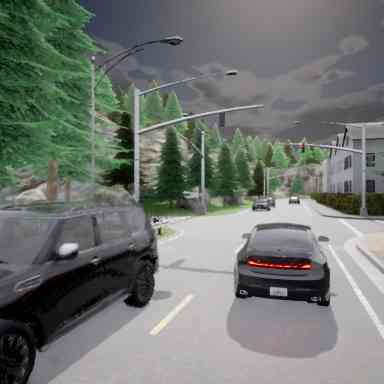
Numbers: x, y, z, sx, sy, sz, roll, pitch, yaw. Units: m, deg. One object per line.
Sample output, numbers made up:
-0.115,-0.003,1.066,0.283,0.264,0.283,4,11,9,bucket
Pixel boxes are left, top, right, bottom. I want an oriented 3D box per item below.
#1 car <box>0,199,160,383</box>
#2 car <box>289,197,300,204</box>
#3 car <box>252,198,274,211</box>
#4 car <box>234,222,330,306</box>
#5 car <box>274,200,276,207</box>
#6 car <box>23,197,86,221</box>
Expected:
-2.386,1.221,5.389,2.150,2.045,5.566,0,0,18,car
19.234,1.564,62.531,1.994,1.385,4.181,0,0,17,car
8.644,1.564,41.073,1.994,1.385,4.181,0,0,17,car
2.237,1.505,8.165,1.837,1.490,4.892,0,0,17,car
11.641,1.564,50.614,1.994,1.385,4.181,0,0,17,car
-11.426,1.367,27.725,4.553,1.767,2.097,0,0,17,car
